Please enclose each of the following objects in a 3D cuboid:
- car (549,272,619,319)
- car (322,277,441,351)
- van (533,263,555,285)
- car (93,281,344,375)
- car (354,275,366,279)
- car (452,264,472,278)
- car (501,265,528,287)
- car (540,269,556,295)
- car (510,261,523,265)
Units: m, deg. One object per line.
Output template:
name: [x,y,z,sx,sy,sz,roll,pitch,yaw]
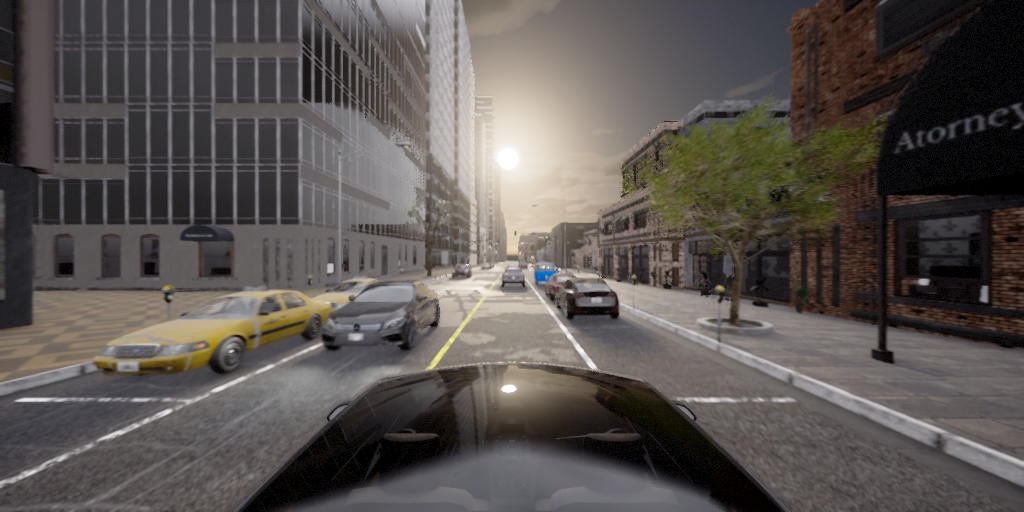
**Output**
car: [2.694,1.463,13.412,1.948,1.339,4.313,0,0,0]
car: [-3.097,1.373,9.455,1.812,1.442,4.674,0,-1,0]
van: [2.701,1.447,30.014,1.690,1.789,3.998,0,0,0]
car: [-5.689,1.353,7.723,1.751,1.417,4.829,0,0,0]
car: [-5.687,1.423,13.257,1.751,1.417,4.829,0,0,0]
car: [-5.676,1.685,41.100,1.967,1.591,4.097,0,0,0]
car: [0.107,1.630,28.160,2.033,1.411,5.357,0,-1,0]
car: [2.696,1.549,18.946,1.802,1.307,4.207,0,0,0]
car: [0.114,1.766,44.532,1.882,1.535,5.008,0,-1,0]
